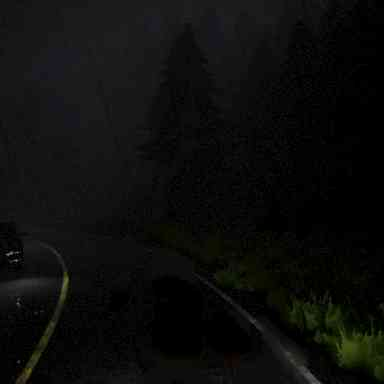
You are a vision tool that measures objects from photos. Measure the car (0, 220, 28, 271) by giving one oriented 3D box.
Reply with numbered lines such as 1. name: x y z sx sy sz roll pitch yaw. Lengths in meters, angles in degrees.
1. car: -6.857 1.770 11.480 1.837 1.490 4.892 0 -1 -28
